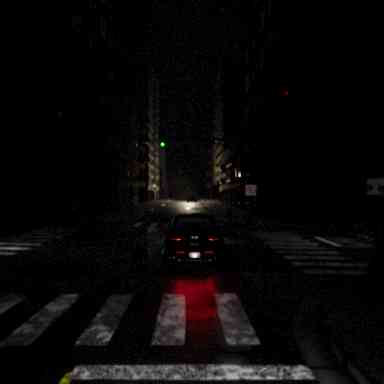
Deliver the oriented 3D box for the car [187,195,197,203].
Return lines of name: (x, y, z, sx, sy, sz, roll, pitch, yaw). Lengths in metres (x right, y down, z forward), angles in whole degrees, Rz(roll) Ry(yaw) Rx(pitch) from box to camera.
car: (-0.042, 1.484, 71.316, 2.097, 1.767, 4.553, 0, 0, 0)

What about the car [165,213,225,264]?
car: (0.084, 1.520, 11.855, 1.837, 1.490, 4.892, 0, 0, 0)
